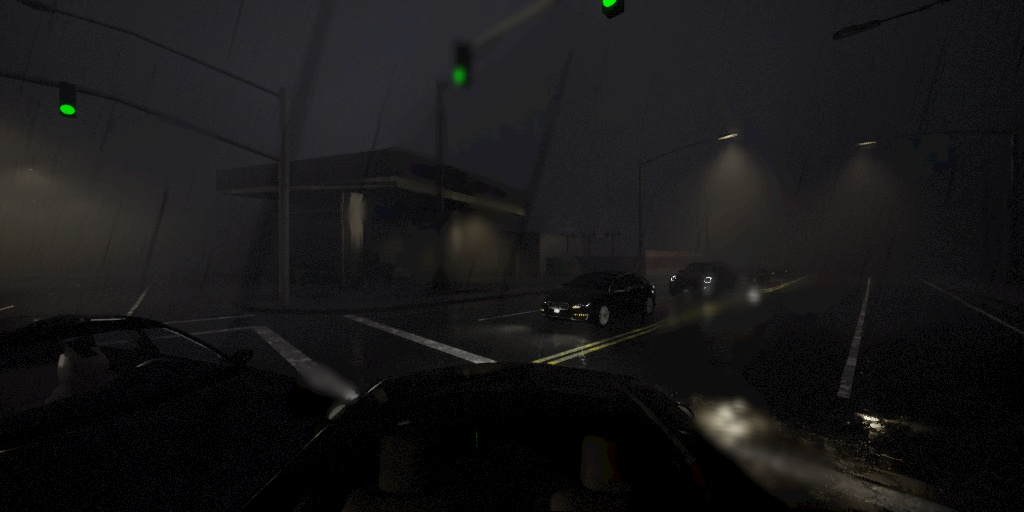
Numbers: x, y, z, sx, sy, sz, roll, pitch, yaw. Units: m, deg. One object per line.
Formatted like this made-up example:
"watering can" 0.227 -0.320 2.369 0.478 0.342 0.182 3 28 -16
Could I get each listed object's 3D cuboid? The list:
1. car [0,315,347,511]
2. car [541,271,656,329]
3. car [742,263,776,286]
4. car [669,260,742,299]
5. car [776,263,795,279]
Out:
"car" -3.406 1.242 2.582 4.902 1.511 2.128 0 0 15
"car" 2.947 1.255 11.564 4.892 1.490 1.837 0 0 -45
"car" 16.792 1.314 25.241 1.994 1.385 4.181 0 0 44
"car" 9.825 1.102 18.370 4.553 1.767 2.097 0 0 -45
"car" 23.965 1.314 32.253 4.181 1.385 1.994 0 0 -44
